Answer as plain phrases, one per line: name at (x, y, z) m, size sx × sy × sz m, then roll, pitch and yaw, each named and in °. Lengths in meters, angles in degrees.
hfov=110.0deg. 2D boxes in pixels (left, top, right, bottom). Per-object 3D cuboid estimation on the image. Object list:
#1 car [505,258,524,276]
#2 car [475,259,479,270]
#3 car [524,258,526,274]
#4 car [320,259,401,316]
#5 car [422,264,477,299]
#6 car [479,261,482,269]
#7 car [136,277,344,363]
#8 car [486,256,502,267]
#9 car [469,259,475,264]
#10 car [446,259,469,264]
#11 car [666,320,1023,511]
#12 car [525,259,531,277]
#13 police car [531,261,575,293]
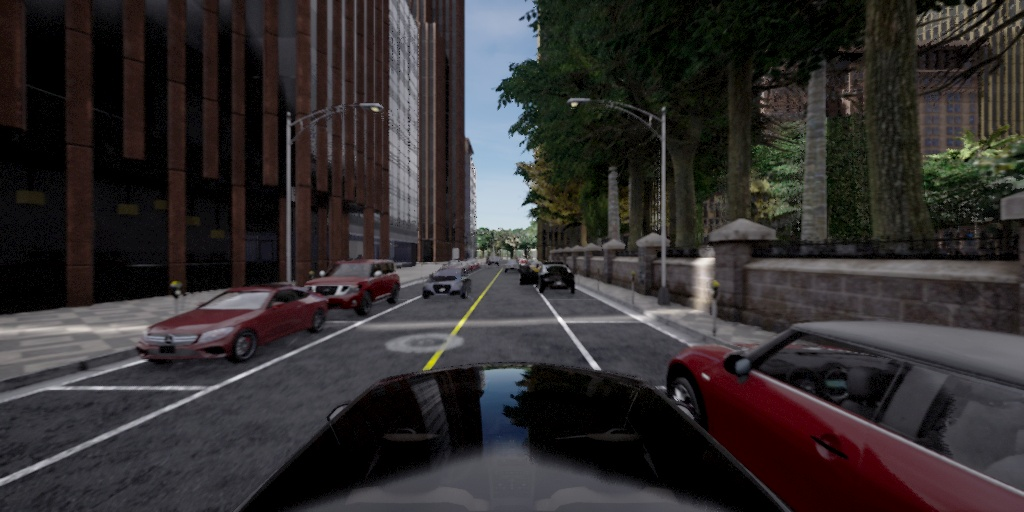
car at (0.057, 1.266, 44.269) m, size 2.033 × 1.411 × 5.357 m, roll 0°, pitch 0°, yaw 0°
car at (-5.750, 1.263, 46.285) m, size 1.888 × 1.381 × 4.507 m, roll 0°, pitch 0°, yaw 0°
car at (2.775, 1.283, 46.285) m, size 1.948 × 1.339 × 4.313 m, roll 0°, pitch 0°, yaw 0°
car at (-5.759, 1.053, 13.543) m, size 2.192 × 1.841 × 5.009 m, roll 0°, pitch 0°, yaw 0°
car at (-3.094, 1.298, 17.888) m, size 1.994 × 1.385 × 4.181 m, roll 0°, pitch 0°, yaw 0°
car at (-5.749, 1.155, 51.743) m, size 1.967 × 1.591 × 4.097 m, roll 0°, pitch 0°, yaw 0°
car at (-5.761, 1.326, 8.087) m, size 1.802 × 1.307 × 4.207 m, roll 0°, pitch 0°, yaw 0°
car at (-2.984, 0.930, 59.404) m, size 1.837 × 1.490 × 4.892 m, roll 0°, pitch 0°, yaw 0°
car at (-5.752, 1.271, 40.828) m, size 2.007 × 1.370 × 4.403 m, roll 0°, pitch 0°, yaw 0°
car at (-5.753, 1.163, 35.371) m, size 1.967 × 1.591 × 4.097 m, roll 0°, pitch 0°, yaw 0°
car at (2.763, 1.189, 2.633) m, size 1.967 × 1.591 × 4.097 m, roll 0°, pitch 0°, yaw 0°
car at (2.773, 1.245, 40.998) m, size 1.751 × 1.417 × 4.829 m, roll 0°, pitch 0°, yaw 0°
police car at (2.372, 1.157, 20.659) m, size 1.930 × 1.638 × 5.238 m, roll 0°, pitch 0°, yaw 0°
